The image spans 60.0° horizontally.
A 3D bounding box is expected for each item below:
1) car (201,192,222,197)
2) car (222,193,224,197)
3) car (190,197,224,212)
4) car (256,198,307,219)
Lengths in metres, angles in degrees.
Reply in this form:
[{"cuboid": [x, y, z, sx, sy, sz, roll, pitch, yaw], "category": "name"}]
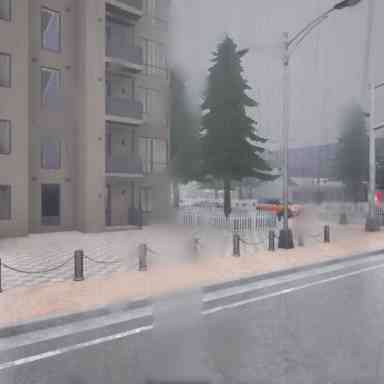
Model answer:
[{"cuboid": [5.363, 1.112, 92.687, 1.932, 1.855, 4.605, 0, 0, -37], "category": "car"}, {"cuboid": [7.449, 1.092, 94.752, 1.905, 1.878, 3.866, 0, 0, -37], "category": "car"}, {"cuboid": [1.831, 1.579, 37.605, 1.994, 1.385, 4.181, 0, 0, -37], "category": "car"}, {"cuboid": [7.878, 1.367, 29.619, 2.097, 1.767, 4.553, 0, 0, -37], "category": "car"}]
